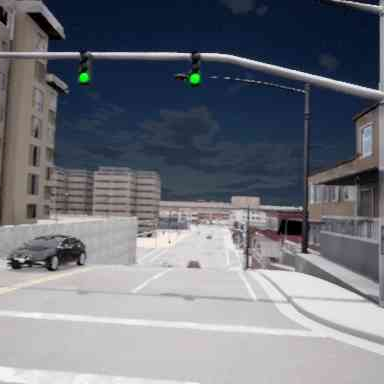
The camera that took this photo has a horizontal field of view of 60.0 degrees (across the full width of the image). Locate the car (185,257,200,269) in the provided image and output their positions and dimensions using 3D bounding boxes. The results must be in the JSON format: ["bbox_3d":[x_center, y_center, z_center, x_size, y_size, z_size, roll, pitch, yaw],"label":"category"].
[{"bbox_3d":[0.137,12.987,61.088,1.882,1.535,5.008,1,-6,11],"label":"car"}]

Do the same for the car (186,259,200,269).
[{"bbox_3d":[0.359,12.500,56.269,1.837,1.490,4.892,2,-8,5],"label":"car"}]

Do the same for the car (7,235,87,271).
[{"bbox_3d":[-6.576,2.795,15.696,1.837,1.490,4.892,2,-7,5],"label":"car"}]

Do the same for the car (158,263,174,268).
[{"bbox_3d":[-3.835,11.034,48.285,1.994,1.385,4.181,2,-12,5],"label":"car"}]
